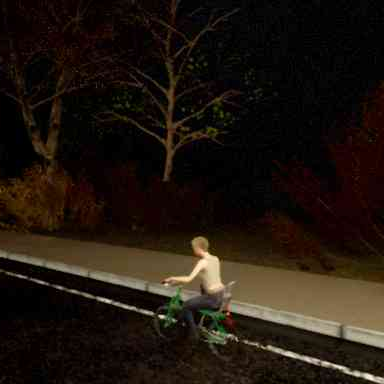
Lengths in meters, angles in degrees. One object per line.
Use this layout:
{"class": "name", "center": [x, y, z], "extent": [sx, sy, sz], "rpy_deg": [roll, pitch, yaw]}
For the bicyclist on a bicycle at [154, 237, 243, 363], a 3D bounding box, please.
{"class": "bicyclist on a bicycle", "center": [0.038, 1.421, 4.638], "extent": [1.509, 1.612, 0.866], "rpy_deg": [0, 0, 35]}
